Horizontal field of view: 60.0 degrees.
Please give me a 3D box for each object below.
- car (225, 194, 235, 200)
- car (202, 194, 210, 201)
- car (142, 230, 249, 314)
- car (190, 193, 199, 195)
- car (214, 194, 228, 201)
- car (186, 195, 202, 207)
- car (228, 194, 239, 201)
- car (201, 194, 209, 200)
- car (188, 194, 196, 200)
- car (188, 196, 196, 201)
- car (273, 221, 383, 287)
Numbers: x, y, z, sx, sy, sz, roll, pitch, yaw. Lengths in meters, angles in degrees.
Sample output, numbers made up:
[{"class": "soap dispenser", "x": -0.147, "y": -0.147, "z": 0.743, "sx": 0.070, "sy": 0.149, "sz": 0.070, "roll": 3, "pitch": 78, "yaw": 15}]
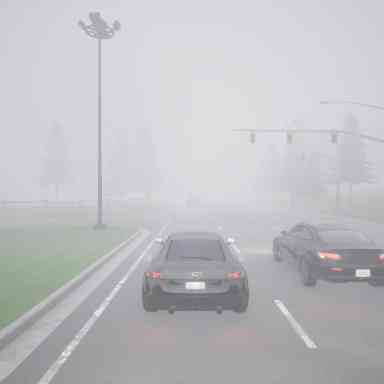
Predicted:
[{"class": "car", "x": 10.520, "y": 1.372, "z": 92.168, "sx": 2.033, "sy": 1.411, "sz": 5.357, "roll": 0, "pitch": 0, "yaw": 0}, {"class": "car", "x": 3.518, "y": 1.545, "z": 82.166, "sx": 1.994, "sy": 1.385, "sz": 4.181, "roll": 0, "pitch": 0, "yaw": 0}, {"class": "car", "x": 0.072, "y": 1.564, "z": 7.687, "sx": 1.994, "sy": 1.385, "sz": 4.181, "roll": 0, "pitch": 0, "yaw": 0}, {"class": "car", "x": 0.429, "y": 1.223, "z": 66.006, "sx": 2.150, "sy": 2.045, "sz": 5.566, "roll": 0, "pitch": 0, "yaw": 0}, {"class": "car", "x": 7.018, "y": 1.517, "z": 82.165, "sx": 1.812, "sy": 1.442, "sz": 4.674, "roll": 0, "pitch": 0, "yaw": 0}, {"class": "car", "x": 0.011, "y": 1.548, "z": 51.130, "sx": 2.033, "sy": 1.411, "sz": 5.357, "roll": 0, "pitch": 0, "yaw": 0}, {"class": "car", "x": 10.518, "y": 1.517, "z": 82.164, "sx": 1.812, "sy": 1.442, "sz": 4.674, "roll": 0, "pitch": 0, "yaw": 0}, {"class": "car", "x": 3.520, "y": 1.358, "z": 92.169, "sx": 2.128, "sy": 1.511, "sz": 4.902, "roll": 0, "pitch": 0, "yaw": 0}, {"class": "car", "x": 0.020, "y": 1.358, "z": 92.170, "sx": 2.128, "sy": 1.511, "sz": 4.902, "roll": 0, "pitch": 0, "yaw": 0}, {"class": "car", "x": 0.018, "y": 1.588, "z": 82.197, "sx": 1.895, "sy": 1.301, "sz": 4.718, "roll": 0, "pitch": 0, "yaw": 0}, {"class": "car", "x": 3.581, "y": 1.526, "z": 9.233, "sx": 1.812, "sy": 1.442, "sz": 4.674, "roll": 0, "pitch": 0, "yaw": 0}]
